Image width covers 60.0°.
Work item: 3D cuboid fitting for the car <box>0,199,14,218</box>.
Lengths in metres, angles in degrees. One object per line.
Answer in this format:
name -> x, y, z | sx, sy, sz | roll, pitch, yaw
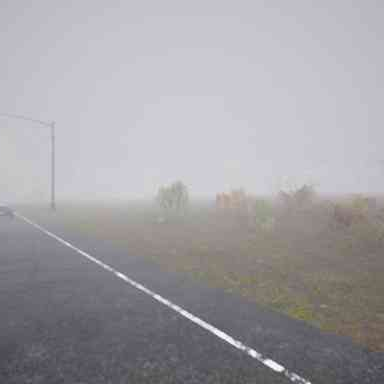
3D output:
car -> -16.847, 1.539, 29.260 | 1.812, 1.442, 4.674 | 0, 0, -33
